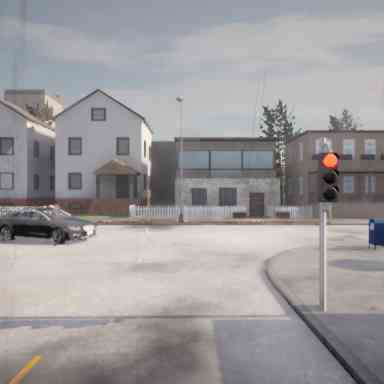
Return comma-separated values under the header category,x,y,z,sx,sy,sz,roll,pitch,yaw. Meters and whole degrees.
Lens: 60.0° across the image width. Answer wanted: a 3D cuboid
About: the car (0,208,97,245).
category,x,y,z,sx,sy,sz,roll,pitch,yaw
car,-6.683,1.487,15.243,4.902,1.511,2.128,0,0,20
